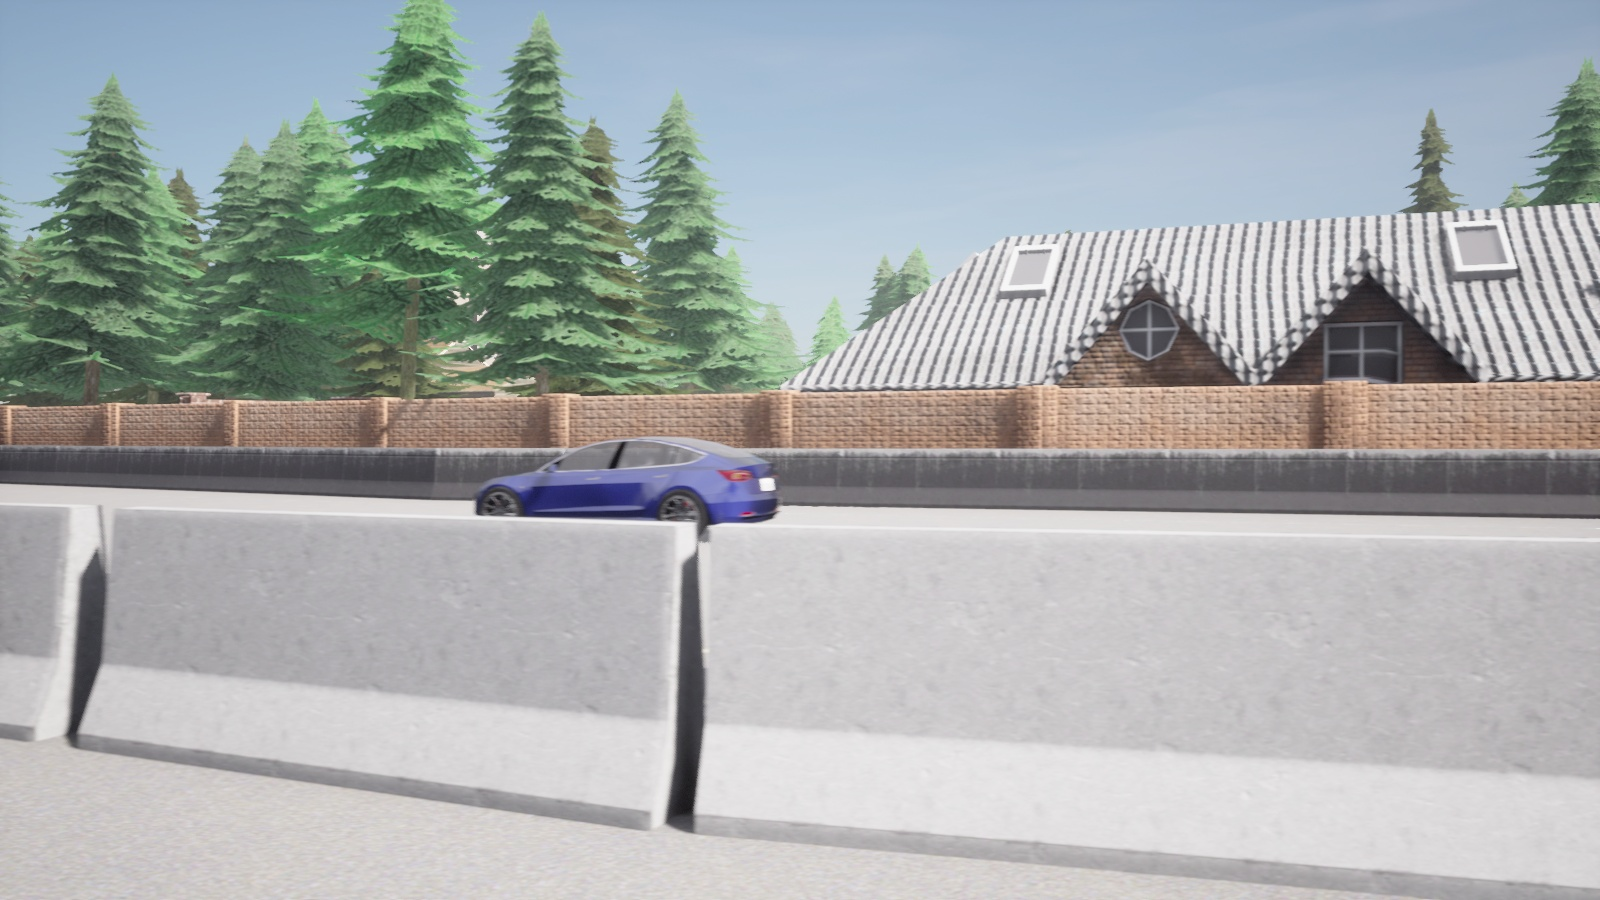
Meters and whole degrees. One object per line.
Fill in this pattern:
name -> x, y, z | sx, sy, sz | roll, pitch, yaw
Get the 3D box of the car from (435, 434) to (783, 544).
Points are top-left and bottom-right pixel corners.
car -> -2.886, 0.513, 19.118 | 4.792, 1.488, 2.163 | 1, 1, 21
